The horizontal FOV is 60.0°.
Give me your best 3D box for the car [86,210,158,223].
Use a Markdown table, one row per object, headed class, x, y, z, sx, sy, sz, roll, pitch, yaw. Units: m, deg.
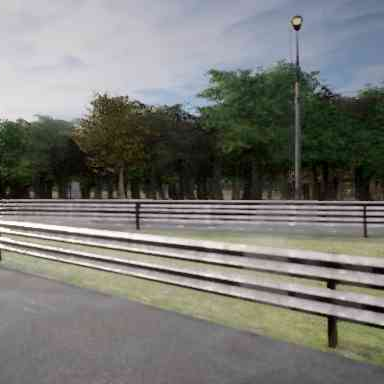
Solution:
| class | x | y | z | sx | sy | sz | roll | pitch | yaw |
| --- | --- | --- | --- | --- | --- | --- | --- | --- | --- |
| car | -4.785 | 1.353 | 22.230 | 4.718 | 1.301 | 1.895 | 0 | 0 | 20 |
